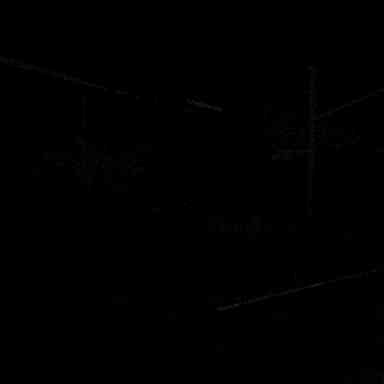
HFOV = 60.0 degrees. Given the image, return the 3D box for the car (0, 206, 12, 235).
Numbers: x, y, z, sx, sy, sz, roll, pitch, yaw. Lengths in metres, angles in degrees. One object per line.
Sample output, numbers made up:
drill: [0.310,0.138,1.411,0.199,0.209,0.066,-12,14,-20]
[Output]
car: [-11.506,1.523,18.582,2.242,1.667,4.611,1,0,-35]

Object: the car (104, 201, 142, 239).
car: [-4.377,1.448,18.316,1.905,1.878,3.866,1,0,-35]
